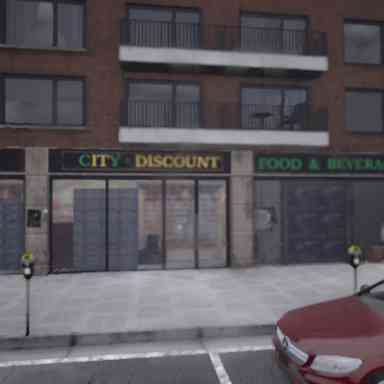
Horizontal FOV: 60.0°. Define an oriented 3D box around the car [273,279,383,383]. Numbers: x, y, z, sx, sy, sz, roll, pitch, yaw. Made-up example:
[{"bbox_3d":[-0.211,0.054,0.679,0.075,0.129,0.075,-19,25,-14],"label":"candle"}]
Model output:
[{"bbox_3d":[3.140,1.681,4.124,4.206,1.307,1.802,0,-1,-7],"label":"car"}]
